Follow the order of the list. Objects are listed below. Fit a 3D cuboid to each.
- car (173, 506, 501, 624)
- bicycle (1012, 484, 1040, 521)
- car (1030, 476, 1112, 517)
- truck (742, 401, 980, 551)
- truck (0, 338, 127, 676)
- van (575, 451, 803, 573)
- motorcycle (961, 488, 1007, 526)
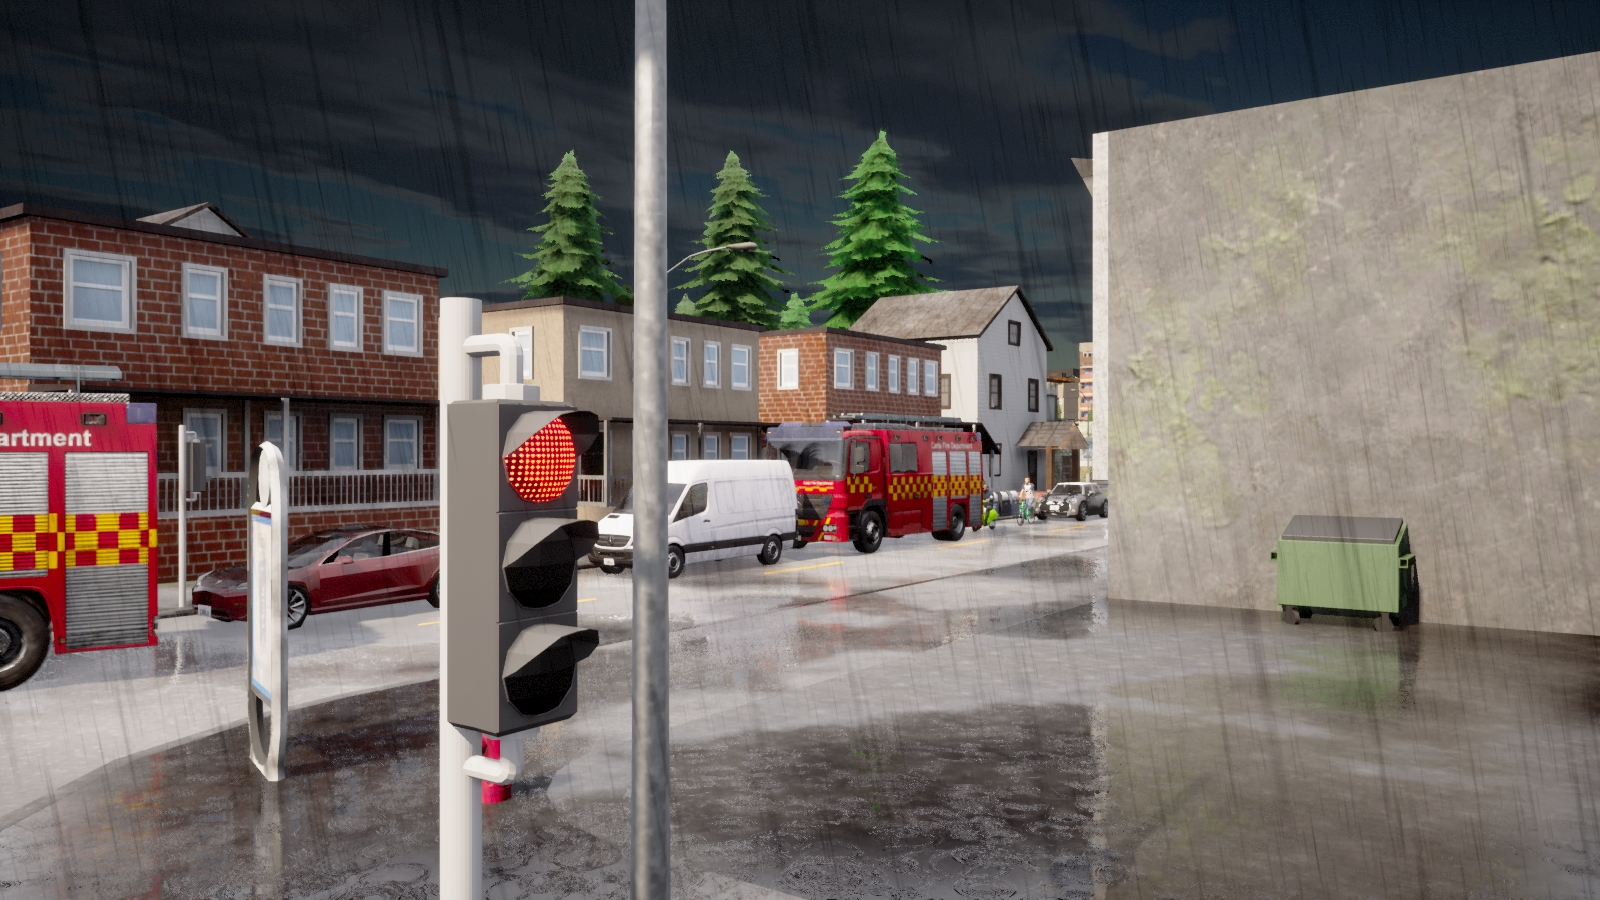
[{"bbox_3d":[-7.706,1.835,19.492,2.163,1.488,4.792,0,0,35],"label":"car"},{"bbox_3d":[8.406,1.928,42.476,0.373,1.296,1.643,0,0,35],"label":"bicycle"},{"bbox_3d":[11.003,1.837,46.179,1.970,1.475,3.806,0,0,35],"label":"car"},{"bbox_3d":[2.054,0.663,33.403,2.891,3.827,8.468,0,0,35],"label":"truck"},{"bbox_3d":[-12.365,0.662,12.518,8.468,3.827,2.891,0,0,-33],"label":"truck"},{"bbox_3d":[-2.442,1.307,26.996,1.988,2.561,5.915,0,0,35],"label":"van"},{"bbox_3d":[6.398,1.954,39.613,0.856,1.236,1.805,0,0,35],"label":"motorcycle"}]
